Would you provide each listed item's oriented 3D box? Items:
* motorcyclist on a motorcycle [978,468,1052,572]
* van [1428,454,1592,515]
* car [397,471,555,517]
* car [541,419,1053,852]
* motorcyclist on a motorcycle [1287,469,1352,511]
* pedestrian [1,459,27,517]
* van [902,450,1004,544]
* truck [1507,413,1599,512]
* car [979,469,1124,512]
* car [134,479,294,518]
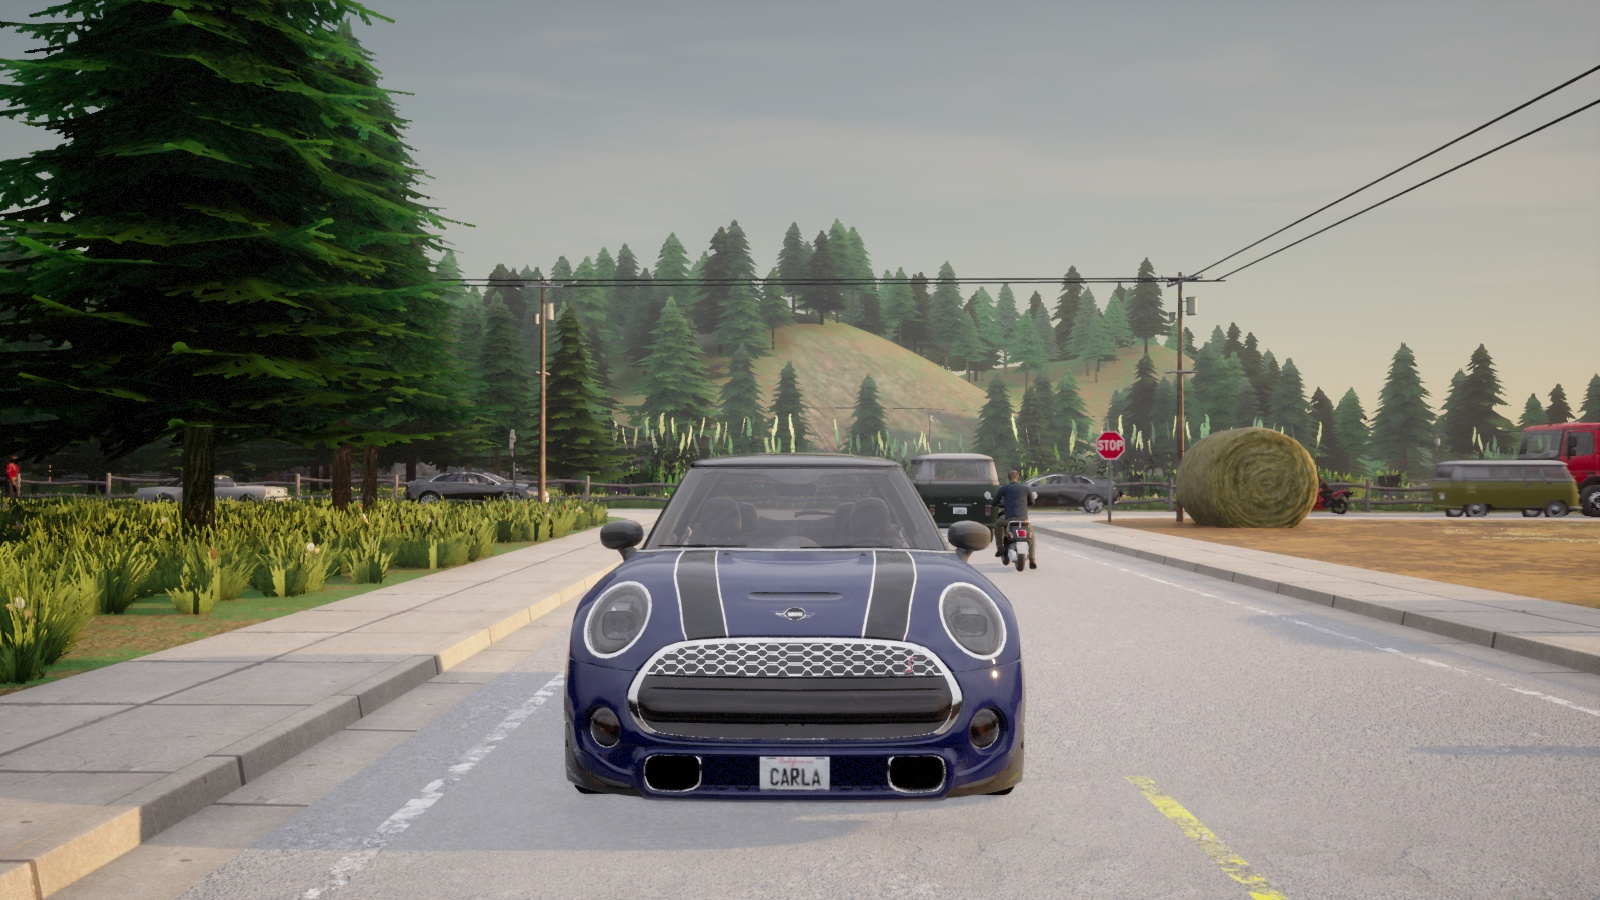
[{"bbox_3d":[3.447,1.093,20.245,0.866,1.590,1.817,0,-1,0],"label":"motorcyclist on a motorcycle"},{"bbox_3d":[23.689,1.142,42.035,4.442,1.987,1.775,0,-1,3],"label":"van"},{"bbox_3d":[-11.184,1.512,43.634,4.902,1.511,2.128,0,-1,3],"label":"car"},{"bbox_3d":[-0.021,0.798,7.441,2.097,1.767,4.553,0,-1,0],"label":"car"},{"bbox_3d":[18.915,1.454,45.754,2.044,1.523,0.797,0,-1,3],"label":"motorcyclist on a motorcycle"},{"bbox_3d":[-25.337,1.218,40.474,0.636,1.846,0.331,0,-1,-1],"label":"pedestrian"},{"bbox_3d":[3.424,1.038,28.899,1.775,1.987,4.442,0,-1,0],"label":"van"},{"bbox_3d":[30.297,0.434,45.246,7.936,3.462,2.891,0,-1,3],"label":"truck"},{"bbox_3d":[9.180,1.474,46.172,4.902,1.511,2.128,0,-1,2],"label":"car"},{"bbox_3d":[-20.475,1.699,44.022,4.718,1.301,1.895,0,-1,1],"label":"car"}]
